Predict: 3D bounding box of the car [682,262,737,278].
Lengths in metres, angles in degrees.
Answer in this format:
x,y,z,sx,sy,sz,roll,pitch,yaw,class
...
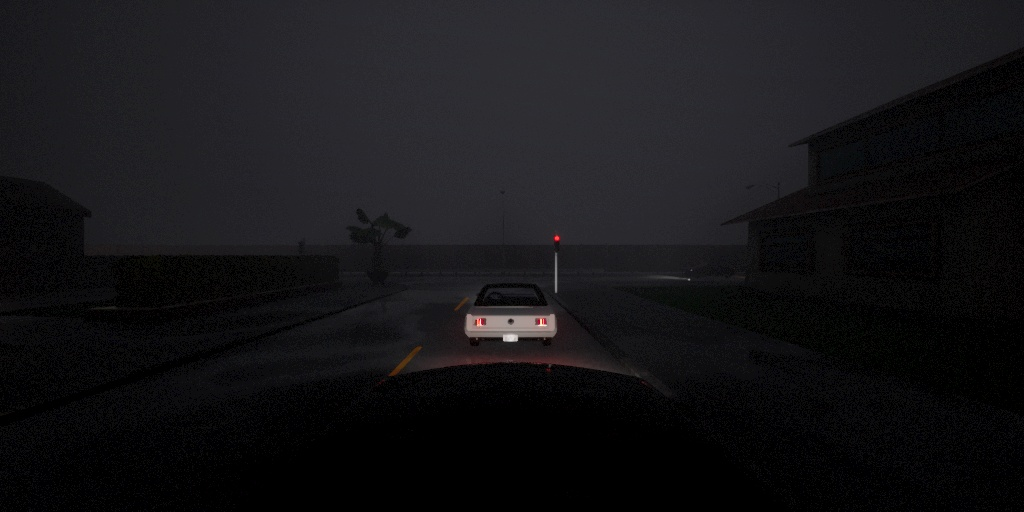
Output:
x,y,z,sx,sy,sz,roll,pitch,yaw,class
18.253,1.276,33.275,4.674,1.442,1.812,0,0,-1,car

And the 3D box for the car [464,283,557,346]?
x,y,z,sx,sy,sz,roll,pitch,yaw,class
-0.025,1.351,9.387,1.895,1.301,4.718,0,0,0,car
